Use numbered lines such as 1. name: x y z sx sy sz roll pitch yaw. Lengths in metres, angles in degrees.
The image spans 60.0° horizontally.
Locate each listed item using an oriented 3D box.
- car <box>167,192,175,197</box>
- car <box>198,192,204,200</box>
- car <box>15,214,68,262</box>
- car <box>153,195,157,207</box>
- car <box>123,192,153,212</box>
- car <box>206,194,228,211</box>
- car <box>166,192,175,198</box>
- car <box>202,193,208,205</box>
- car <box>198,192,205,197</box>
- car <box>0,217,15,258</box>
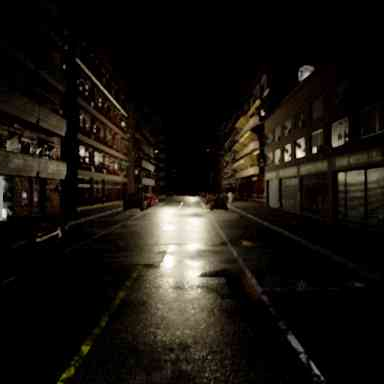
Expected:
1. car: -5.689 0.647 90.529 2.008 1.369 4.403 0 1 0
2. car: 2.692 0.875 67.980 2.008 1.369 4.403 0 1 0
3. car: -5.690 1.467 11.625 1.802 1.307 4.206 0 1 0
4. car: -5.689 1.046 39.803 1.967 1.590 4.097 0 1 0
5. car: -5.688 0.977 34.167 2.192 1.841 5.009 0 1 0
6. car: 2.691 1.186 34.335 1.752 1.417 4.829 0 1 0
7. car: -5.689 0.704 84.892 2.008 1.369 4.403 0 1 0
8. car: 2.691 1.094 45.437 1.887 1.381 4.507 0 1 0
9. car: 2.692 0.620 90.694 1.752 1.417 4.829 0 1 0
10. car: -5.689 1.255 5.987 2.192 1.841 5.009 0 1 0
